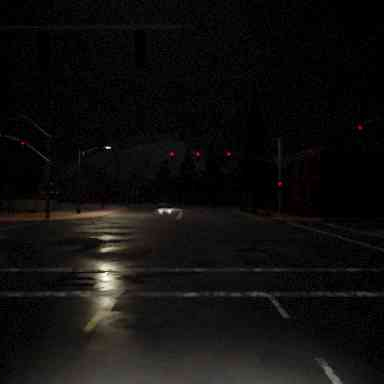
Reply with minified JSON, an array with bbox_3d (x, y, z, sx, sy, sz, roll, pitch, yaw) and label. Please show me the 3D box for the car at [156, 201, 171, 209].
[{"bbox_3d":[-4.952,2.224,57.563,1.895,1.301,4.718,0,-1,-16],"label":"car"}]
